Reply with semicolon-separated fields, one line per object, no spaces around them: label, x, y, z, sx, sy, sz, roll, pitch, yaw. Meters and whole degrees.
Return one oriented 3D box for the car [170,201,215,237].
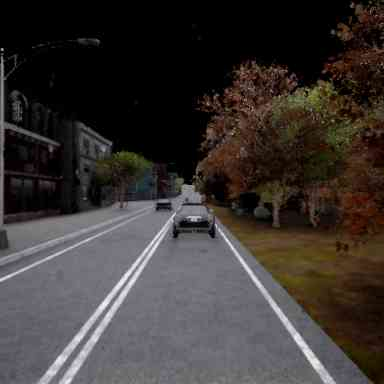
car;0.099;1.350;18.082;2.097;1.767;4.553;0;0;0

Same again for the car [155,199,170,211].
car;-3.349;1.540;40.245;2.033;1.411;5.357;0;0;0
